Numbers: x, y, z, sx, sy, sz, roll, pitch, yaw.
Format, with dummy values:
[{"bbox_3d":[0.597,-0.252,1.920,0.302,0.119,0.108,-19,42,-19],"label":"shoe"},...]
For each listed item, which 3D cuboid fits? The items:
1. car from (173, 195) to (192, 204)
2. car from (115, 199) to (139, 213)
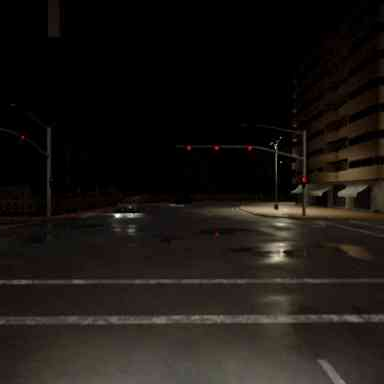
[{"bbox_3d":[-1.748,1.322,61.572,2.097,1.767,4.553,0,0,26],"label":"car"},{"bbox_3d":[-7.048,1.528,36.534,1.812,1.442,4.674,0,0,1],"label":"car"}]
